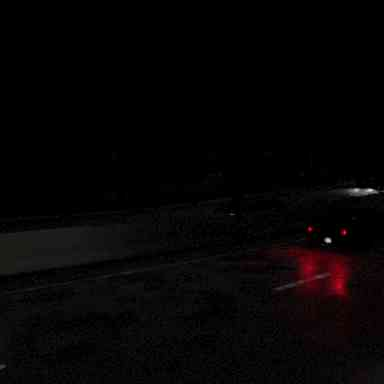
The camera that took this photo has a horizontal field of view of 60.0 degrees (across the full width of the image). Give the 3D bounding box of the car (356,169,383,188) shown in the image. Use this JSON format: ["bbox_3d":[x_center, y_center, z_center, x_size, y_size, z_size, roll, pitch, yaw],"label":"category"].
[{"bbox_3d":[22.780,-1.753,41.491,5.566,2.045,2.150,-6,4,-35],"label":"car"}]

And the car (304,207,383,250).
[{"bbox_3d":[6.438,1.236,12.632,4.718,1.301,1.895,-4,2,-35],"label":"car"}]

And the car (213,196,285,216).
[{"bbox_3d":[3.381,1.049,19.293,4.902,1.511,2.128,-4,2,-35],"label":"car"}]

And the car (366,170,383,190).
[{"bbox_3d":[21.556,-1.241,36.394,4.553,1.767,2.097,-7,4,-34],"label":"car"}]
